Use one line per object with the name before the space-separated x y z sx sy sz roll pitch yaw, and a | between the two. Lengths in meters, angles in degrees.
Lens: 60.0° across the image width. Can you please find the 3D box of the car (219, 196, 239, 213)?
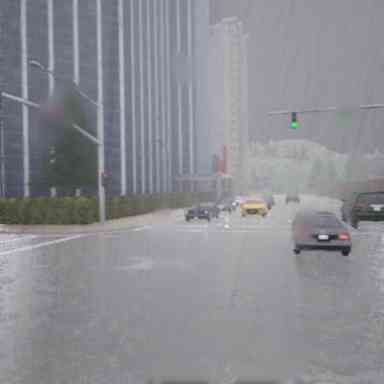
car | 3.423 1.312 34.460 2.128 1.511 4.902 -1 0 16

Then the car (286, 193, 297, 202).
car | 18.928 0.980 63.315 1.837 1.490 4.892 -1 0 16

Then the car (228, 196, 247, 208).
car | 5.990 1.278 43.350 1.812 1.442 4.674 -1 0 17

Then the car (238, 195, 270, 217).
car | 5.480 1.280 28.891 1.882 1.535 5.008 -1 0 16

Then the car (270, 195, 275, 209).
car | 8.065 1.210 37.954 1.882 1.535 5.008 -1 0 16

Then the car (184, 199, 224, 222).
car | 0.881 1.491 25.489 1.895 1.301 4.718 -1 0 16

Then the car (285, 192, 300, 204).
car | 16.144 0.904 53.455 2.097 1.767 4.553 -1 0 16

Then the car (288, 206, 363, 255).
car | 4.782 1.439 12.815 2.033 1.411 5.357 -1 0 16

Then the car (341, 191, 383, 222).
car | 10.445 0.964 20.021 2.150 2.045 5.566 -1 0 16

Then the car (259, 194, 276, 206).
car | 10.889 1.148 47.710 2.128 1.511 4.902 -1 0 16
